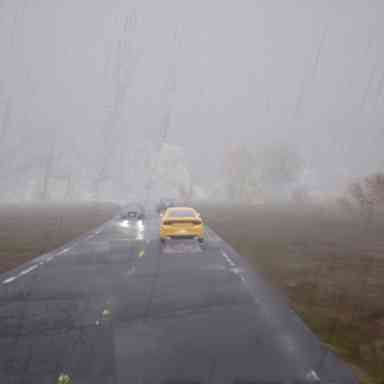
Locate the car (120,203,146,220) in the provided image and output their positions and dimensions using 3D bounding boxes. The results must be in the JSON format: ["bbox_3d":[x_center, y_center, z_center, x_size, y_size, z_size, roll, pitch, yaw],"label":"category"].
[{"bbox_3d":[-4.888,1.583,27.898,1.994,1.385,4.181,0,0,-7],"label":"car"}]

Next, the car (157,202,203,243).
[{"bbox_3d":[-0.569,1.483,16.339,1.882,1.535,5.008,0,0,-4],"label":"car"}]

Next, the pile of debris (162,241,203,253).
[{"bbox_3d":[-0.398,2.179,13.238,1.500,0.140,1.860,0,0,-3],"label":"pile of debris"}]

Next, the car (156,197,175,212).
[{"bbox_3d":[-2.915,1.375,36.863,2.097,1.767,4.553,0,0,-9],"label":"car"}]
